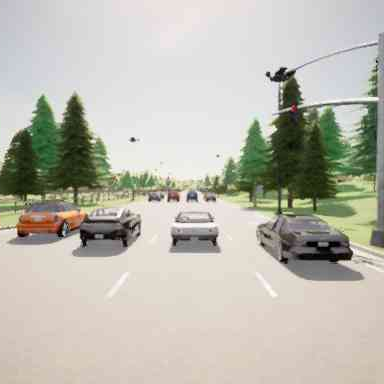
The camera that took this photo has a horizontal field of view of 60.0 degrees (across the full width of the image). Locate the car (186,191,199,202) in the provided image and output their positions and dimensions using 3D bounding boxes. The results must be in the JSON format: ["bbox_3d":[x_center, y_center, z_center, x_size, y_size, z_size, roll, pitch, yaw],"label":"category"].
[{"bbox_3d":[0.023,0.810,62.097,2.150,2.045,5.566,0,0,0],"label":"car"}]

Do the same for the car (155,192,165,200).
[{"bbox_3d":[-6.974,0.853,72.490,1.837,1.490,4.892,0,0,0],"label":"car"}]

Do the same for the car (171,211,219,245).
[{"bbox_3d":[0.105,1.500,15.047,1.895,1.301,4.718,0,0,0],"label":"car"}]

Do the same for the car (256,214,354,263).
[{"bbox_3d":[3.604,1.470,11.644,2.033,1.411,5.357,0,0,0],"label":"car"}]

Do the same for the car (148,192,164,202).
[{"bbox_3d":[-6.977,0.939,62.457,2.097,1.767,4.553,0,0,0],"label":"car"}]

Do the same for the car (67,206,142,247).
[{"bbox_3d":[-3.395,1.394,14.590,2.128,1.511,4.902,0,0,0],"label":"car"}]

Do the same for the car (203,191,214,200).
[{"bbox_3d":[3.526,0.708,72.455,2.097,1.767,4.553,0,0,0],"label":"car"}]

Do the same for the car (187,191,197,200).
[{"bbox_3d":[0.026,0.708,72.456,2.097,1.767,4.553,0,0,0],"label":"car"}]

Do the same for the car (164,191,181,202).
[{"bbox_3d":[-3.477,0.810,62.098,2.150,2.045,5.566,0,0,0],"label":"car"}]

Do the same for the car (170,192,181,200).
[{"bbox_3d":[-3.474,0.878,72.489,2.128,1.511,4.902,0,0,0],"label":"car"}]

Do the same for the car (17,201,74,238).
[{"bbox_3d":[-6.894,1.239,17.009,2.097,1.767,4.553,0,0,0],"label":"car"}]

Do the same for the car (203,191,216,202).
[{"bbox_3d":[3.523,1.080,62.067,2.128,1.511,4.902,0,0,0],"label":"car"}]
